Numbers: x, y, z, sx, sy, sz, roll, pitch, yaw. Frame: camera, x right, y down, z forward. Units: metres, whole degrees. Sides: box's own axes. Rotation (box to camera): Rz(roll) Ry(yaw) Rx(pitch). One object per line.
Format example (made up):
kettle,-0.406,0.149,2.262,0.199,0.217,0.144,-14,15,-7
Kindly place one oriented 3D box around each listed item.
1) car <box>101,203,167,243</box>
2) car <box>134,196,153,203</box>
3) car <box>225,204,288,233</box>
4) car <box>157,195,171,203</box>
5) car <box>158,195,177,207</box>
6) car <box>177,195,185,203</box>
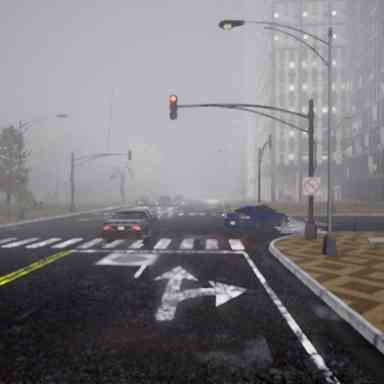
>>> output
car,-2.693,1.488,15.808,2.033,1.411,5.357,0,0,3
car,-6.948,1.316,48.034,2.128,1.511,4.902,0,0,5
car,3.740,1.414,19.199,1.812,1.442,4.674,-1,0,43
car,-5.481,1.275,65.078,1.837,1.490,4.892,0,0,5
car,-3.710,1.331,47.762,1.837,1.490,4.892,0,0,5
car,-2.403,1.283,63.105,1.837,1.490,4.892,0,0,5
